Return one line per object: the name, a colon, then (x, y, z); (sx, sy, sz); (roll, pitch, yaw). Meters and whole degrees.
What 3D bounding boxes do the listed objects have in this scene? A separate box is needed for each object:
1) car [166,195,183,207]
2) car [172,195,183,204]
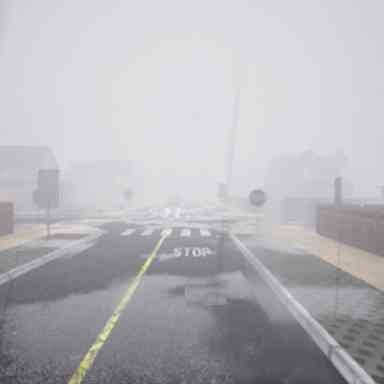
car: (-2.748, 1.549, 48.696); (1.895, 1.301, 4.718); (0, 0, 0)
car: (-2.747, 1.400, 64.402); (1.837, 1.490, 4.892); (0, 0, 0)
